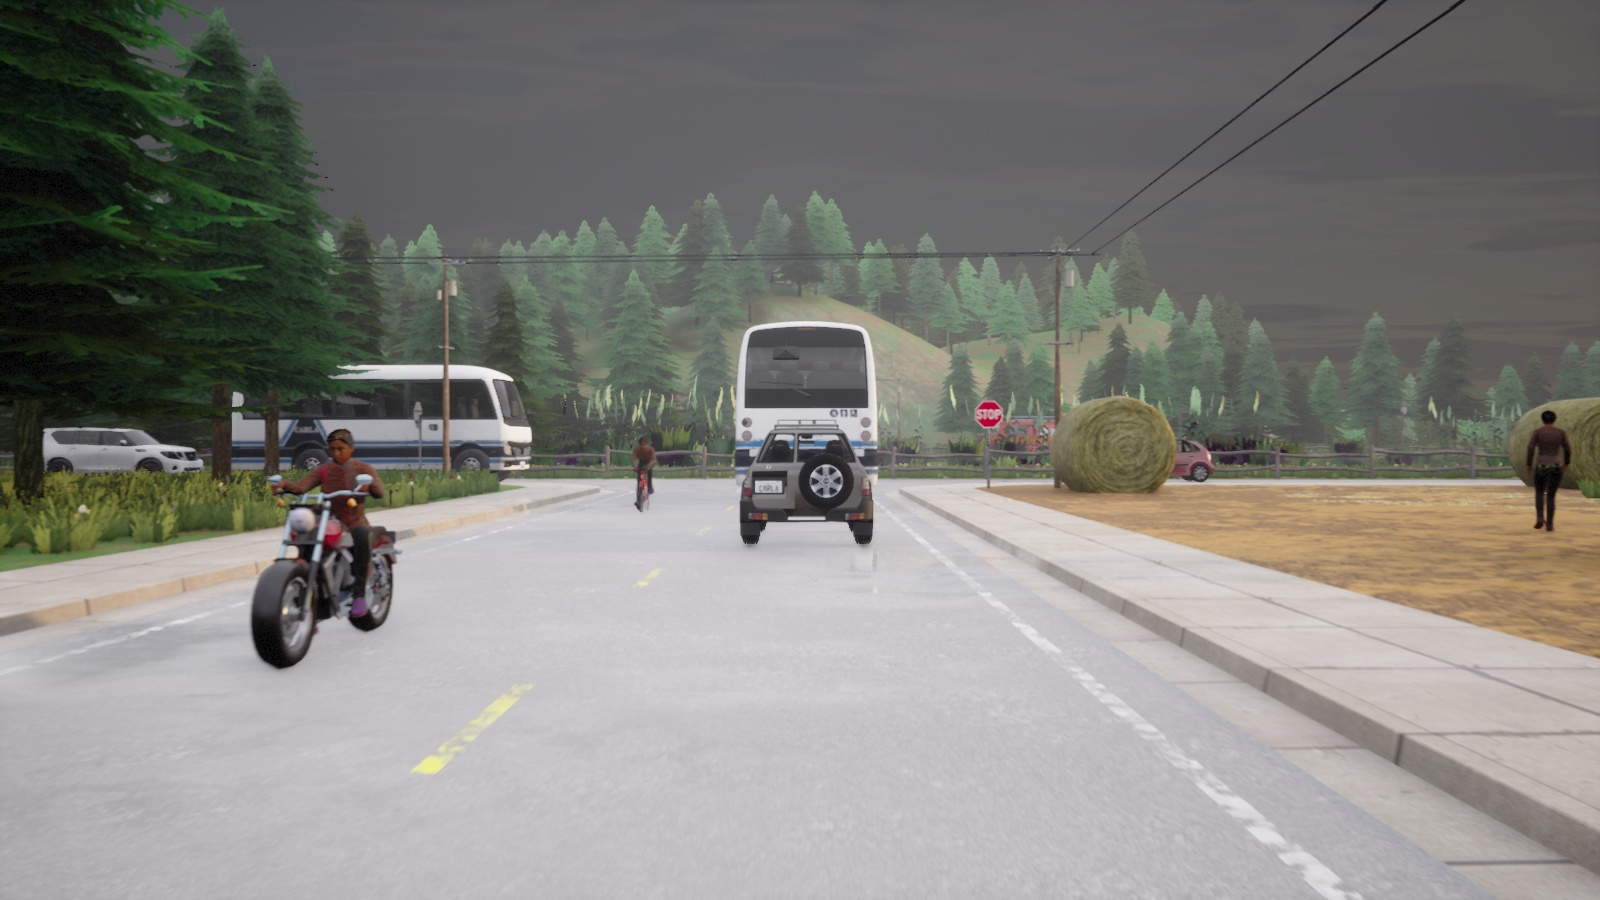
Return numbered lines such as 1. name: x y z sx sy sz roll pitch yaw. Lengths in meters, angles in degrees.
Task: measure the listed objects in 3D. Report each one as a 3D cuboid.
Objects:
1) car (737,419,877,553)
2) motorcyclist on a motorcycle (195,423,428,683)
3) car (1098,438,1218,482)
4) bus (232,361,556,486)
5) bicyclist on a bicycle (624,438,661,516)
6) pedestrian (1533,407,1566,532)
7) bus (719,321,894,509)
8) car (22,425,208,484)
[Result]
1. car: 0.109 0.456 19.591 1.932 1.855 4.605 0 1 0
2. motorcyclist on a motorcycle: -3.443 0.643 9.130 0.766 1.649 2.350 0 0 0
3. car: 13.348 0.356 46.971 3.988 1.617 1.851 0 0 3
4. bus: -14.311 -0.930 44.944 10.273 4.253 3.944 0 0 3
5. bicyclist on a bicycle: -3.366 0.545 26.918 0.582 1.620 1.656 0 1 0
6. pedestrian: 11.045 0.279 18.512 0.328 1.805 0.869 0 0 26
7. bus: 0.182 -0.819 33.539 3.944 4.253 10.273 0 0 0
8. car: -24.720 0.154 45.453 5.566 2.045 2.150 0 0 2
